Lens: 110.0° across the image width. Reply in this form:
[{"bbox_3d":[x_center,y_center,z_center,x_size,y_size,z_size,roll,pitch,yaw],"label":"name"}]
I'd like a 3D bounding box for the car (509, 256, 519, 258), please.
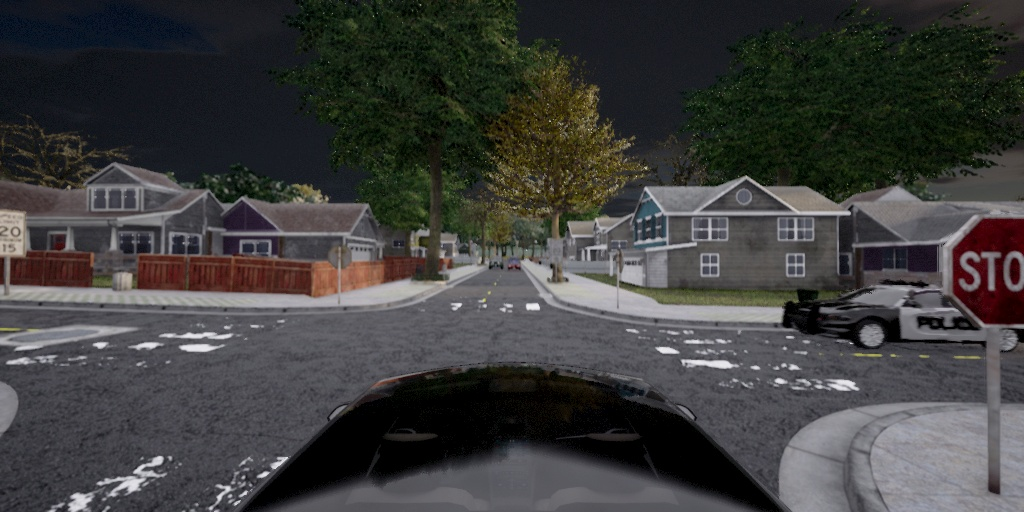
[{"bbox_3d":[0.351,1.015,61.529,2.150,2.045,5.566,0,0,0],"label":"car"}]

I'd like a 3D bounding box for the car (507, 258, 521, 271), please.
[{"bbox_3d":[0.299,1.388,51.522,1.895,1.301,4.718,0,0,0],"label":"car"}]

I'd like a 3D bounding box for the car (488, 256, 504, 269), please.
[{"bbox_3d":[-2.427,1.011,56.066,2.150,2.045,5.566,0,0,0],"label":"car"}]

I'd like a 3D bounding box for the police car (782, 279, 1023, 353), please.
[{"bbox_3d":[9.978,1.439,9.324,5.238,1.638,1.930,1,-1,1],"label":"police car"}]
